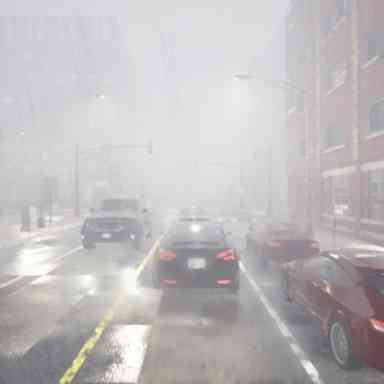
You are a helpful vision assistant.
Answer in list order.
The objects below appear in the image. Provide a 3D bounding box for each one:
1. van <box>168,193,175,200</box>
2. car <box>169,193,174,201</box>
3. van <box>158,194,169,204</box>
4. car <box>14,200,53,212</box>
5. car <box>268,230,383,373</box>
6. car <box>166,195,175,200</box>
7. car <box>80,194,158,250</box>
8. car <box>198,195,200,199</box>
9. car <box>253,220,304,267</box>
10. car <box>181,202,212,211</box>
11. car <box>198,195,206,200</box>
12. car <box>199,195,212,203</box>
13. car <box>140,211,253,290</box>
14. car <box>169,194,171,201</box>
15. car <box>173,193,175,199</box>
[{"bbox_3d":[-5.692,1.224,94.226,1.690,1.788,3.998,1,0,0],"label":"van"},{"bbox_3d":[-5.693,1.483,77.270,1.802,1.307,4.206,1,0,0],"label":"car"},{"bbox_3d":[-5.686,1.262,60.313,1.690,1.788,3.998,1,0,0],"label":"van"},{"bbox_3d":[-18.717,1.666,39.401,4.313,1.339,1.947,0,0,0],"label":"car"},{"bbox_3d":[2.667,1.575,5.366,1.802,1.307,4.206,1,0,0],"label":"car"},{"bbox_3d":[-5.694,1.439,88.574,2.008,1.369,4.403,1,0,0],"label":"car"},{"bbox_3d":[-3.029,1.203,14.598,2.150,2.045,5.566,0,0,0],"label":"car"},{"bbox_3d":[2.687,1.439,82.886,1.887,1.381,4.507,1,0,0],"label":"car"},{"bbox_3d":[2.836,1.567,11.022,1.802,1.307,4.206,1,0,0],"label":"car"},{"bbox_3d":[0.098,1.523,18.341,2.033,1.411,5.357,0,0,0],"label":"car"},{"bbox_3d":[2.685,1.455,88.537,1.947,1.339,4.313,1,0,0],"label":"car"},{"bbox_3d":[2.691,1.446,60.445,1.752,1.417,4.829,1,0,0],"label":"car"},{"bbox_3d":[0.099,1.491,9.069,2.163,1.488,4.792,0,0,0],"label":"car"},{"bbox_3d":[-5.691,1.496,65.965,1.802,1.307,4.206,1,0,0],"label":"car"},{"bbox_3d":[-5.693,1.420,82.752,1.752,1.417,4.829,1,0,0],"label":"car"}]
